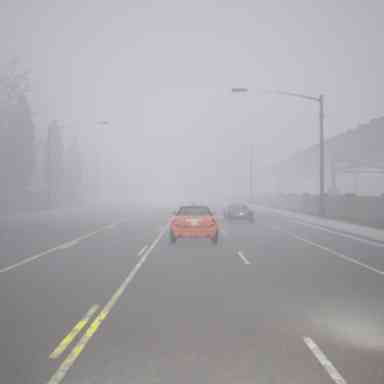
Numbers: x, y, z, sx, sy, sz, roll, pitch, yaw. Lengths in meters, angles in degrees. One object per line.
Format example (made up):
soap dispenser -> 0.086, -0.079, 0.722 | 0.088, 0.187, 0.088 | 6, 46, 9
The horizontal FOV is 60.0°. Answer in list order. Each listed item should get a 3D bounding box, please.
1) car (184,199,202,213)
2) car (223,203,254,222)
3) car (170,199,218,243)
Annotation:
car -> 0.100, 1.522, 37.333 | 1.812, 1.442, 4.674 | 0, 0, 0
car -> 3.600, 1.562, 26.334 | 1.994, 1.385, 4.181 | 0, 0, 0
car -> 0.100, 1.351, 16.226 | 2.097, 1.767, 4.553 | 0, 0, 0
